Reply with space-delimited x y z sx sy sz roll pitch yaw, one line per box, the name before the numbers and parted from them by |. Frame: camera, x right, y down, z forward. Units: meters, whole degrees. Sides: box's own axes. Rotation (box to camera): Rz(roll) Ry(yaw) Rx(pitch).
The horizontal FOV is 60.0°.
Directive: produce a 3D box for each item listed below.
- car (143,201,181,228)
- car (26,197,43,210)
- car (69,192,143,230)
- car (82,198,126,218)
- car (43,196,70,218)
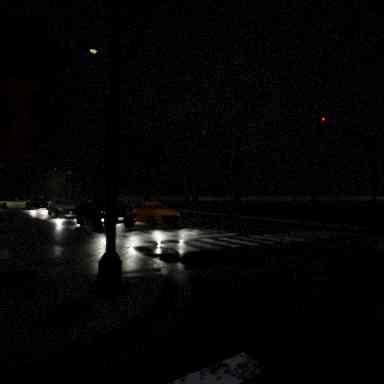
car | -2.607 1.396 21.804 1.882 1.535 5.008 2 -1 -35
car | -17.391 1.300 37.432 1.994 1.385 4.181 2 -1 -35
car | -5.358 1.059 20.079 2.150 2.045 5.566 2 -1 -35
car | -7.860 1.365 29.375 2.128 1.511 4.902 2 -1 -35
car | -10.802 1.316 27.894 1.812 1.442 4.674 2 -1 -35
